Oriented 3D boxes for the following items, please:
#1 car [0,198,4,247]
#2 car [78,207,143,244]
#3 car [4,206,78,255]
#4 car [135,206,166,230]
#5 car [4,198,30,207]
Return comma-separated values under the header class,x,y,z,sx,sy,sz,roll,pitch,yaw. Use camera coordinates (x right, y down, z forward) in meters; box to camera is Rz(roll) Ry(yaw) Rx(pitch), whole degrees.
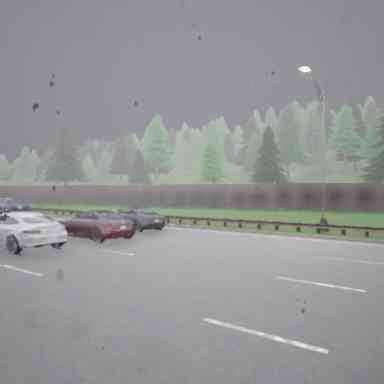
class,x,y,z,sx,sy,sz,roll,pitch,yaw
car,-8.016,1.191,9.668,5.566,2.045,2.150,-1,0,35
car,-4.669,1.535,15.874,4.181,1.385,1.994,0,0,36
car,-6.781,1.497,13.085,4.674,1.442,1.812,0,0,36
car,-3.556,1.533,19.389,4.181,1.385,1.994,0,0,36
car,-15.509,1.289,27.904,4.553,1.767,2.097,0,0,36
